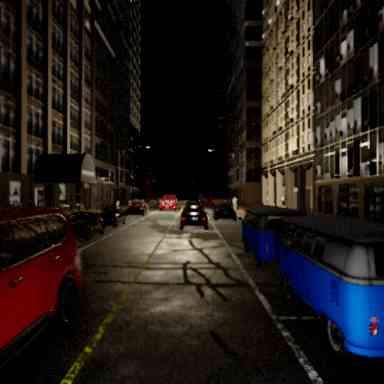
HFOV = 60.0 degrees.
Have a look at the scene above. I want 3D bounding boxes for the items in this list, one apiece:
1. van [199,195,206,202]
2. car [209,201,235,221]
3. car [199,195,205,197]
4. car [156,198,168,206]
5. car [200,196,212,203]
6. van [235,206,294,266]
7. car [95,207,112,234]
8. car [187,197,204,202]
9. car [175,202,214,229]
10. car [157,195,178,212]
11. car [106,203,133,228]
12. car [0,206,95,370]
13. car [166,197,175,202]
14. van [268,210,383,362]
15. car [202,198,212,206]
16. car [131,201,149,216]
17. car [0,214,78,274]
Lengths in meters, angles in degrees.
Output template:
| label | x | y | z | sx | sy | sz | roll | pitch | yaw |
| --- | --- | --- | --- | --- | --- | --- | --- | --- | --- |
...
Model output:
| label | x | y | z | sx | sy | sz | roll | pitch | yaw |
| --- | --- | --- | --- | --- | --- | --- | --- | --- | --- |
| van | 2.793 | 1.720 | 85.587 | 1.690 | 1.788 | 3.998 | 0 | 0 | 0 |
| car | 2.723 | 1.714 | 28.594 | 1.947 | 1.339 | 4.313 | 0 | 0 | 0 |
| car | 2.777 | 1.906 | 74.182 | 2.008 | 1.369 | 4.403 | 0 | 0 | 0 |
| car | -5.618 | 1.860 | 62.791 | 2.008 | 1.369 | 4.403 | 0 | 0 | 0 |
| car | 2.756 | 1.827 | 57.082 | 1.887 | 1.381 | 4.507 | 0 | 0 | 0 |
| van | 2.702 | 1.404 | 11.499 | 1.690 | 1.788 | 3.998 | 0 | 0 | 0 |
| car | -5.671 | 1.675 | 17.207 | 1.802 | 1.307 | 4.206 | 0 | 0 | 0 |
| car | 0.149 | 1.685 | 41.075 | 1.882 | 1.535 | 5.008 | 0 | 0 | 0 |
| car | 0.126 | 1.667 | 22.572 | 2.033 | 1.411 | 5.357 | 0 | 0 | 0 |
| car | -3.043 | 1.439 | 43.427 | 2.150 | 2.045 | 5.566 | 0 | 0 | 0 |
| car | -5.665 | 1.672 | 22.904 | 2.008 | 1.369 | 4.403 | 0 | 0 | 0 |
| car | -3.098 | 1.244 | 3.991 | 2.150 | 2.045 | 5.566 | 0 | 0 | 0 |
| car | -5.589 | 1.944 | 85.596 | 1.947 | 1.339 | 4.313 | 0 | 0 | 0 |
| van | 2.696 | 1.374 | 5.799 | 1.690 | 1.788 | 3.998 | 0 | 0 | 0 |
| car | 2.763 | 1.891 | 62.780 | 1.802 | 1.307 | 4.206 | 0 | 0 | 0 |
| car | -5.651 | 1.615 | 34.302 | 1.967 | 1.590 | 4.097 | 0 | 0 | 0 |
| car | -5.678 | 1.608 | 11.508 | 1.887 | 1.381 | 4.507 | 0 | 0 | 0 |
